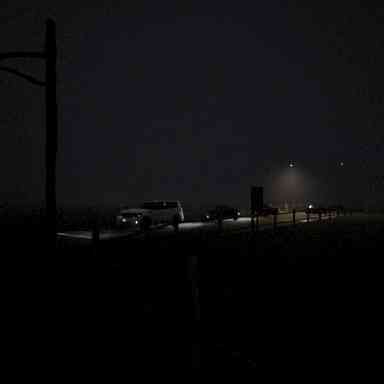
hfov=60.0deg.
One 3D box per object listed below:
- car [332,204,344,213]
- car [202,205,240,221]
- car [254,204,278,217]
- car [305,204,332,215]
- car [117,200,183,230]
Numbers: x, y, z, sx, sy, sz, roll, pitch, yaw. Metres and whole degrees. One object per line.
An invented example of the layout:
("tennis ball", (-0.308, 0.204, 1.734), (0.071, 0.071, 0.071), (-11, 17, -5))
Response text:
("car", (23.361, 2.670, 54.192), (1.812, 1.442, 4.674), (0, -1, 37))
("car", (2.902, 2.067, 32.525), (2.128, 1.511, 4.902), (0, -1, 36))
("car", (8.936, 2.265, 40.752), (2.128, 1.511, 4.902), (0, -1, 36))
("car", (17.166, 2.483, 45.761), (2.033, 1.411, 5.357), (0, -1, 36))
("car", (-2.917, 1.608, 24.590), (2.150, 2.045, 5.566), (0, -1, 36))
